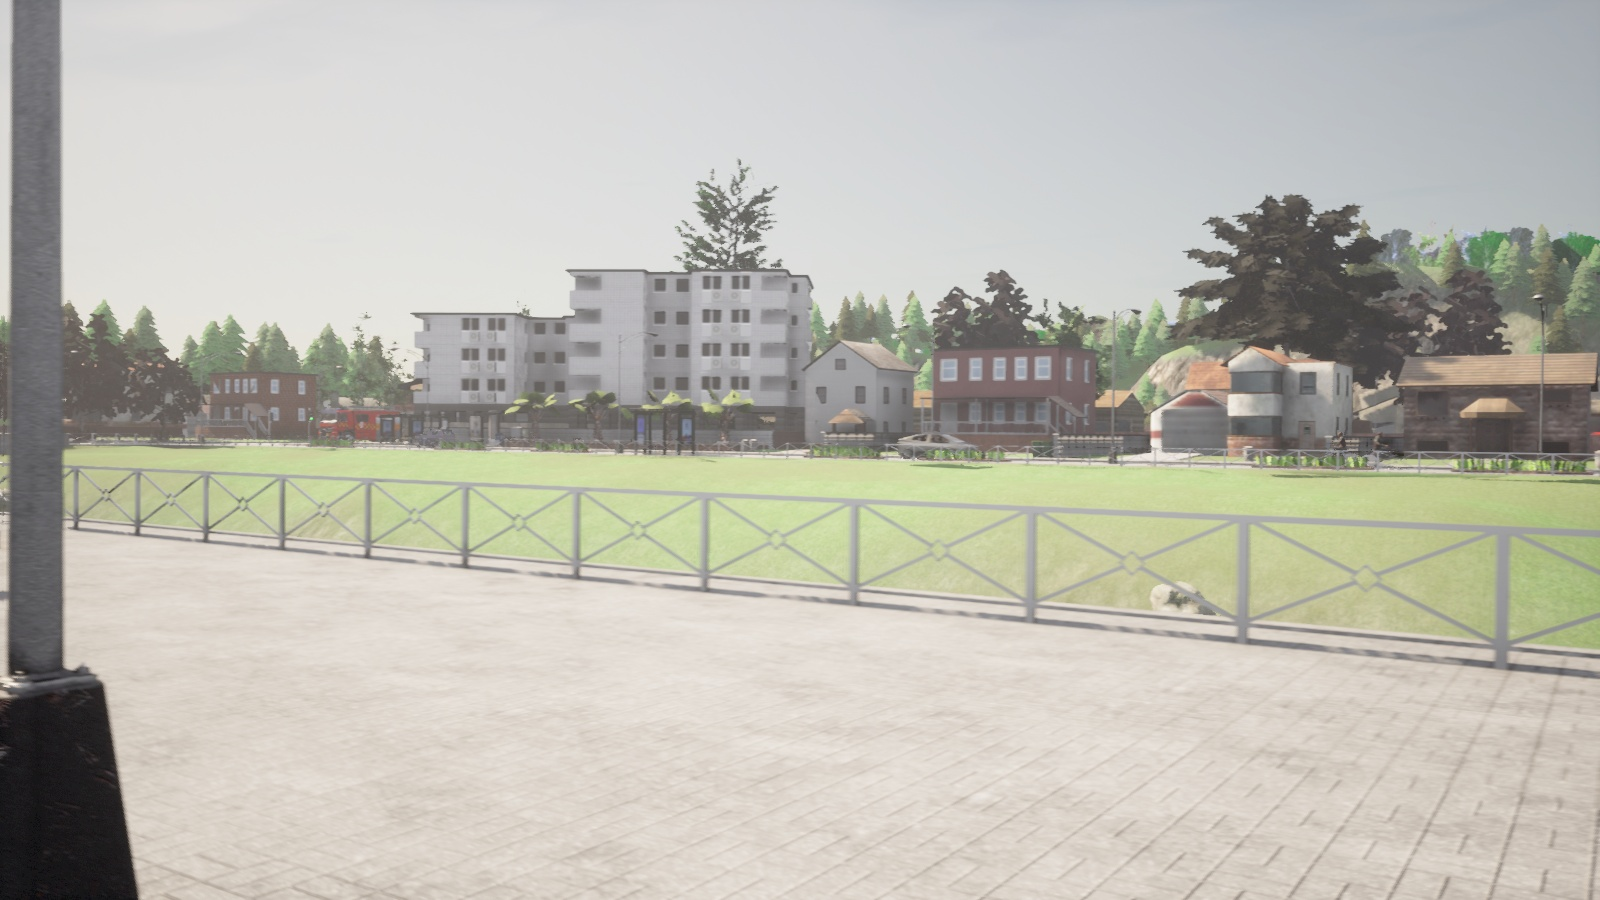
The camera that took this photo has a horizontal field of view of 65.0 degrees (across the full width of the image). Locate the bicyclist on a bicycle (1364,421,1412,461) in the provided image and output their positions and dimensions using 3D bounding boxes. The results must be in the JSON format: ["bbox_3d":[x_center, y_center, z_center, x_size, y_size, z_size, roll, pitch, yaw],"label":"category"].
[{"bbox_3d":[26.244,-0.401,56.041,1.843,1.776,0.659,0,1,34],"label":"bicyclist on a bicycle"}]

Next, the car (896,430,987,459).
[{"bbox_3d":[7.701,-0.325,68.367,4.514,1.525,2.007,0,1,34],"label":"car"}]
